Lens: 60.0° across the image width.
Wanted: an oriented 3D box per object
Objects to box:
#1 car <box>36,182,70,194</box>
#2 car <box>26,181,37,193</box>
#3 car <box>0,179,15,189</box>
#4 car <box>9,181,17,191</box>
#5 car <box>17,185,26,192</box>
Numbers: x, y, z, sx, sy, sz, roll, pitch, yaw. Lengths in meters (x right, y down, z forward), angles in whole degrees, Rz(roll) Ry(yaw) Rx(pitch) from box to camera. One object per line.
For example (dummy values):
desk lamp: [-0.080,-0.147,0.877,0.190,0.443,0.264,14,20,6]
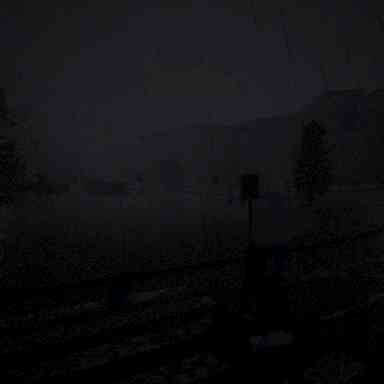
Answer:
car: [-20.473,-0.604,50.239,2.163,1.488,4.792,1,6,17]
car: [-22.837,-0.768,52.023,2.231,1.521,4.892,1,6,17]
car: [-34.953,-1.372,60.439,2.231,1.521,4.892,1,6,14]
car: [-27.639,-1.021,55.456,2.097,1.535,5.008,1,6,16]
car: [-25.239,-0.856,53.750,2.002,1.452,4.674,0,6,16]
